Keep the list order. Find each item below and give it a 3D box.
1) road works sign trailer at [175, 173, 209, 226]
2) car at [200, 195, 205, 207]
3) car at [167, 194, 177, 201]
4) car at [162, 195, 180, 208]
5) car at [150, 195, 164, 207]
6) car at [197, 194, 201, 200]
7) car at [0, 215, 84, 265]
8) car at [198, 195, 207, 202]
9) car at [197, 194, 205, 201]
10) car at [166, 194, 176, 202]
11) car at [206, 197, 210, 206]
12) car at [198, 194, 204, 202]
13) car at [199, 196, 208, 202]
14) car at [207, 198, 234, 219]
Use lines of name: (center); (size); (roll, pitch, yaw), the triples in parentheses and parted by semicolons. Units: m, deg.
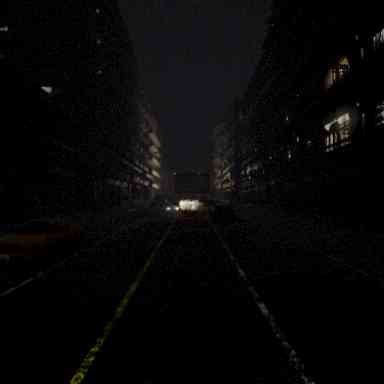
road works sign trailer: (-0.001, 0.453, 23.166); (2.380, 3.560, 2.880); (0, 0, 0)
car: (2.589, 1.561, 50.621); (1.887, 1.381, 4.507); (1, 0, 0)
car: (-5.283, 1.431, 89.398); (2.192, 1.841, 5.009); (1, 0, 0)
car: (-2.829, 1.563, 50.097); (2.033, 1.411, 5.357); (0, 0, 0)
car: (-5.291, 1.542, 50.515); (1.752, 1.417, 4.829); (2, 0, 0)
car: (2.590, 1.607, 72.745); (1.887, 1.381, 4.507); (1, 0, 0)
car: (-5.292, 1.516, 11.807); (1.752, 1.417, 4.829); (2, 0, 0)
car: (2.601, 1.537, 83.807); (1.967, 1.590, 4.097); (1, 0, 0)
car: (2.563, 1.450, 94.869); (2.192, 1.841, 5.009); (1, 0, 0)
car: (-5.284, 1.412, 83.868); (2.192, 1.841, 5.009); (1, 0, 0)
car: (2.588, 1.520, 34.201); (1.752, 1.417, 4.829); (1, 0, 0)
car: (2.589, 1.576, 56.153); (2.008, 1.369, 4.403); (1, 0, 0)
car: (2.591, 1.624, 78.275); (1.887, 1.381, 4.507); (1, 0, 0)
car: (2.587, 1.536, 28.499); (1.887, 1.381, 4.507); (1, 0, 0)
